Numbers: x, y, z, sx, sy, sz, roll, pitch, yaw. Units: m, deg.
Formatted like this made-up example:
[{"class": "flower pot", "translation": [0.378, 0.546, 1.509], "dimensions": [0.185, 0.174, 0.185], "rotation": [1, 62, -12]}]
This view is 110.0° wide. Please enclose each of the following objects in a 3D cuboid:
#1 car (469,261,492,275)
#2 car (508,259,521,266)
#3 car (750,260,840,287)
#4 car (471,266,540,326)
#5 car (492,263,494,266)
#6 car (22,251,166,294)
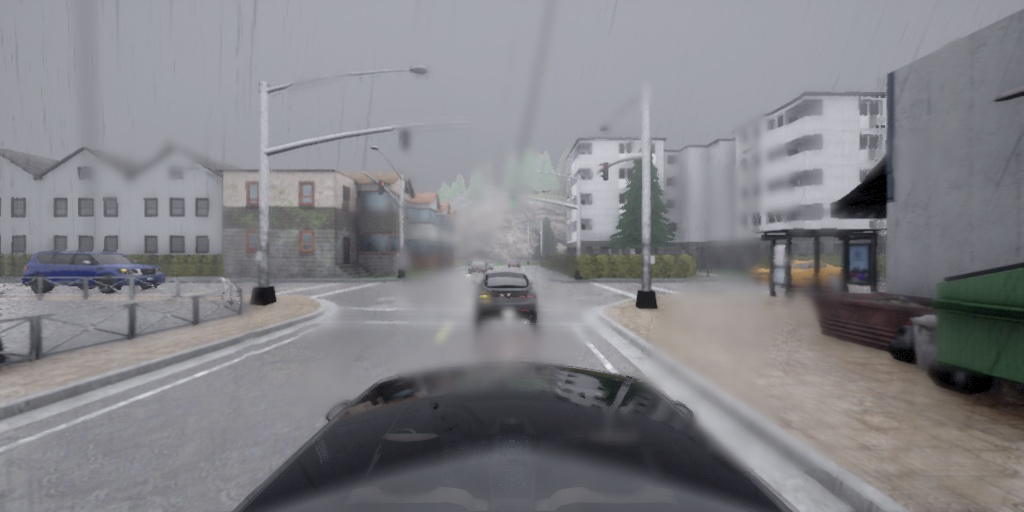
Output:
[{"class": "car", "translation": [-3.593, 1.248, 39.403], "dimensions": [1.812, 1.442, 4.674], "rotation": [0, 0, 0]}, {"class": "car", "translation": [0.362, 1.270, 61.288], "dimensions": [1.994, 1.385, 4.181], "rotation": [0, 0, 4]}, {"class": "car", "translation": [17.204, 1.036, 21.734], "dimensions": [5.008, 1.535, 1.882], "rotation": [0, 0, 0]}, {"class": "car", "translation": [-0.282, 1.243, 11.661], "dimensions": [1.837, 1.490, 4.892], "rotation": [0, 0, -5]}, {"class": "car", "translation": [-3.575, 1.315, 49.287], "dimensions": [1.895, 1.301, 4.718], "rotation": [0, 0, 0]}, {"class": "car", "translation": [-20.990, 0.783, 18.138], "dimensions": [5.566, 2.045, 2.150], "rotation": [0, 0, 0]}]
